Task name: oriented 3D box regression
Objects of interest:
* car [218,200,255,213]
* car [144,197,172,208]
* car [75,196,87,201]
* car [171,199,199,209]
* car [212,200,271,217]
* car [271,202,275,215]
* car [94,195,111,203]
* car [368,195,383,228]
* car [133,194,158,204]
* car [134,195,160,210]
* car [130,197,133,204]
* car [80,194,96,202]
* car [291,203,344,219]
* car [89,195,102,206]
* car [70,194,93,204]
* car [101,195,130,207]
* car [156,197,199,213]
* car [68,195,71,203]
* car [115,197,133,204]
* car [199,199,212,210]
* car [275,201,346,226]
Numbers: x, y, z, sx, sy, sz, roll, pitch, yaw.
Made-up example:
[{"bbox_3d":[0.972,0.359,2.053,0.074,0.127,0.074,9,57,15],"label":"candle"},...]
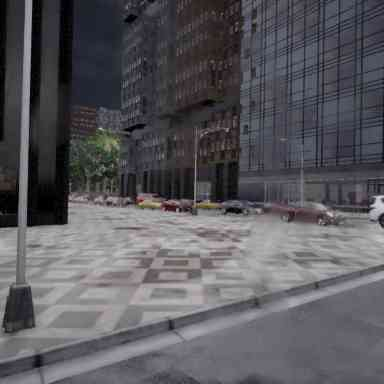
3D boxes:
[{"bbox_3d":[5.316,1.727,40.154,1.947,1.339,4.313,2,-1,-36],"label":"car"},{"bbox_3d":[-5.224,1.590,50.243,2.128,1.511,4.902,2,-1,-35],"label":"car"},{"bbox_3d":[-29.844,1.695,89.419,1.752,1.417,4.829,2,-1,-36],"label":"car"},{"bbox_3d":[-1.058,1.719,49.086,2.008,1.369,4.403,2,-1,-36],"label":"car"},{"bbox_3d":[4.523,1.491,31.183,2.128,1.511,4.902,2,-1,-35],"label":"car"},{"bbox_3d":[8.503,1.740,35.688,1.802,1.307,4.206,2,-1,-36],"label":"car"},{"bbox_3d":[-20.356,1.514,75.487,2.097,1.767,4.553,2,-1,-36],"label":"car"},{"bbox_3d":[13.713,1.242,19.958,5.566,2.045,2.150,0,-1,42],"label":"car"},{"bbox_3d":[-5.558,1.238,45.366,2.150,2.045,5.566,2,-1,-35],"label":"car"},{"bbox_3d":[-4.712,1.466,39.535,1.752,1.417,4.829,2,-1,-36],"label":"car"},{"bbox_3d":[-11.302,1.625,58.686,1.812,1.442,4.674,2,-1,-36],"label":"car"},{"bbox_3d":[-26.553,1.485,84.818,2.192,1.841,5.009,2,-1,-36],"label":"car"},{"bbox_3d":[11.691,1.721,31.222,1.947,1.339,4.313,2,-1,-36],"label":"car"},{"bbox_3d":[-14.376,1.530,53.073,1.802,1.307,4.206,2,-1,-36],"label":"car"},{"bbox_3d":[-20.652,1.473,61.870,1.752,1.417,4.829,2,-1,-36],"label":"car"},{"bbox_3d":[-11.185,1.387,48.609,1.967,1.590,4.097,2,-1,-36],"label":"car"},{"bbox_3d":[-1.623,1.482,35.207,1.887,1.381,4.507,2,-1,-36],"label":"car"},{"bbox_3d":[-23.937,1.387,66.476,1.967,1.590,4.097,2,-1,-36],"label":"car"},{"bbox_3d":[-13.809,1.737,66.950,1.947,1.339,4.313,2,-1,-36],"label":"car"},{"bbox_3d":[2.031,1.690,44.759,1.752,1.417,4.829,2,-1,-36],"label":"car"},{"bbox_3d":[7.925,1.368,21.835,1.967,1.590,4.097,2,-1,-37],"label":"car"}]
